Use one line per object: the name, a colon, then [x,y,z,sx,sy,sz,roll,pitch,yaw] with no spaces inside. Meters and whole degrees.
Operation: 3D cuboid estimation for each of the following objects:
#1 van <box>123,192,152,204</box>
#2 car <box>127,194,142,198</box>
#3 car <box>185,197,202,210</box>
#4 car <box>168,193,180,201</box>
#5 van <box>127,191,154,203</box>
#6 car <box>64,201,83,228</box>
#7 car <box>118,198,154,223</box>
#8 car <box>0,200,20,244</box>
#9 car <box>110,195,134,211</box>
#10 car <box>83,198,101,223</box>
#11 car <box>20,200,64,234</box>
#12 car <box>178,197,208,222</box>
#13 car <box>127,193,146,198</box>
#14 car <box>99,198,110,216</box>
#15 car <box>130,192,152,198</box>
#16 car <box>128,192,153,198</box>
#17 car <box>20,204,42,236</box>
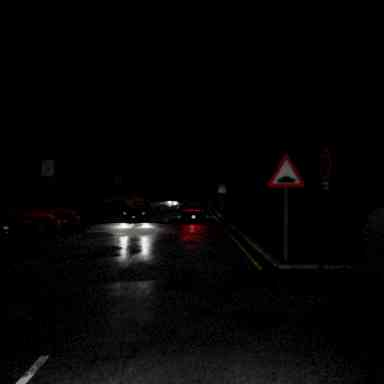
van: [-9.214,0.990,56.222,4.442,1.987,1.878,-1,1,-20]
car: [-8.919,1.336,38.322,5.366,1.575,1.946,-1,0,-20]
car: [0.187,1.393,41.960,2.033,1.411,5.357,0,0,0]
car: [-3.578,1.064,66.350,2.128,1.511,4.902,0,1,4]
van: [-9.227,0.942,59.222,4.442,1.987,1.878,-1,1,-20]
car: [-9.214,1.269,20.246,4.553,1.767,2.185,-1,0,-20]
car: [-3.945,1.419,24.901,1.812,1.442,4.674,0,0,0]
car: [-9.235,1.178,11.269,5.566,2.045,2.435,-1,0,-20]
car: [-9.111,1.351,35.258,4.892,1.521,2.231,-1,0,-20]
car: [-9.134,1.413,23.266,4.792,1.488,2.163,-1,0,-20]
car: [-9.234,1.280,17.245,4.553,1.767,2.185,-1,0,-20]
car: [0.115,1.400,24.910,1.837,1.490,4.892,0,1,0]
car: [-8.912,1.328,41.324,5.366,1.575,1.946,-1,0,-20]
car: [-9.146,1.415,26.258,4.674,1.452,2.002,-1,0,-20]
car: [-9.251,1.300,50.210,5.366,1.575,1.946,-1,1,-20]
car: [-9.096,1.261,53.278,5.008,1.535,2.097,-1,0,-20]
car: [-9.220,1.457,14.249,4.674,1.452,2.002,-1,1,-20]
